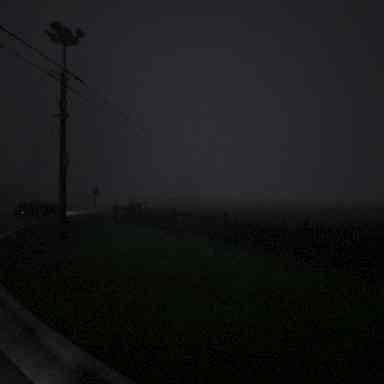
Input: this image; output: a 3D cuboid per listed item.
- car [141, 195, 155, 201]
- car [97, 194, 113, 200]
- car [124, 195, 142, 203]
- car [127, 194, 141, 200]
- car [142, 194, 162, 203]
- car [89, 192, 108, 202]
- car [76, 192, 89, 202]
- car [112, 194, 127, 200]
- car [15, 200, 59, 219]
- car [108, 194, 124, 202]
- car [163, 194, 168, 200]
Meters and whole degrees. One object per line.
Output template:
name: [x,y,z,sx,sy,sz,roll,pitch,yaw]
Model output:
car: [-10.288,1.278,78.133,1.895,1.301,4.718,0,0,7]
car: [-20.704,1.144,79.454,2.128,1.511,4.902,0,0,7]
car: [-11.633,1.328,67.770,1.882,1.535,5.008,0,0,7]
car: [-13.759,1.256,78.583,1.895,1.301,4.718,0,0,7]
car: [-8.105,1.476,67.763,1.895,1.301,4.718,0,0,7]
car: [-18.569,1.018,68.700,2.150,2.045,5.566,0,0,7]
car: [-22.040,0.997,69.150,2.150,2.045,5.566,0,0,7]
car: [-17.230,1.235,79.034,1.895,1.301,4.718,0,0,7]
car: [-12.906,1.383,28.107,2.128,1.511,4.902,0,0,4]
car: [-15.047,1.420,68.664,1.895,1.301,4.718,0,0,7]
car: [-6.821,1.182,77.653,1.882,1.535,5.008,0,0,7]
